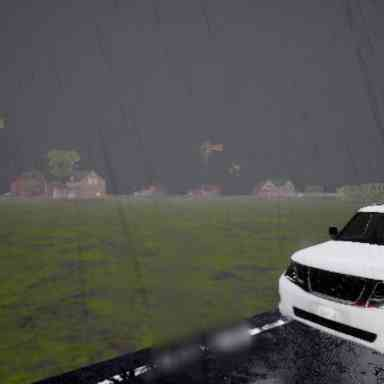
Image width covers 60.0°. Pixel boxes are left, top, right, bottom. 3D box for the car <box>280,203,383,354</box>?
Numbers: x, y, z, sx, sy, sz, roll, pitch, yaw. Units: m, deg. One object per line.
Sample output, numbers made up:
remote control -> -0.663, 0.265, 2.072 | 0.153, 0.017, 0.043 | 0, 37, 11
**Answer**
car -> 4.000, 1.222, 5.922 | 5.566, 2.045, 2.150 | 0, 0, -36
